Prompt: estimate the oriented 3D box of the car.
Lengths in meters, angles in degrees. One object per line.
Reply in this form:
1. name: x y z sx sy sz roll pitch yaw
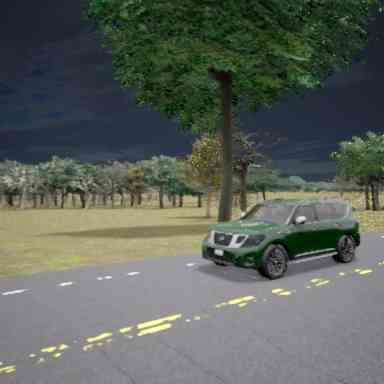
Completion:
1. car: 2.957 1.220 10.265 5.566 2.045 2.150 0 0 -35
